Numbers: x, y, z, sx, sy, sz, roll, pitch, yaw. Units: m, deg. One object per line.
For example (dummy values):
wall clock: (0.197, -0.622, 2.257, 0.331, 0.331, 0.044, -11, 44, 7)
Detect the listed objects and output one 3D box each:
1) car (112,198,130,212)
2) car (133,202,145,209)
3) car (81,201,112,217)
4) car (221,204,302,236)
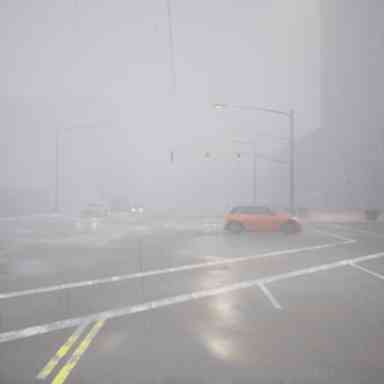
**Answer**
car: (-10.624, 1.926, 49.397, 2.150, 2.045, 5.566, 0, -1, -1)
car: (-10.522, 2.689, 66.272, 1.895, 1.301, 4.718, 0, -1, 0)
car: (-10.609, 1.918, 36.364, 1.882, 1.535, 5.008, 0, -1, 0)
car: (4.043, 1.568, 19.586, 4.553, 1.767, 2.097, 0, -1, 0)
